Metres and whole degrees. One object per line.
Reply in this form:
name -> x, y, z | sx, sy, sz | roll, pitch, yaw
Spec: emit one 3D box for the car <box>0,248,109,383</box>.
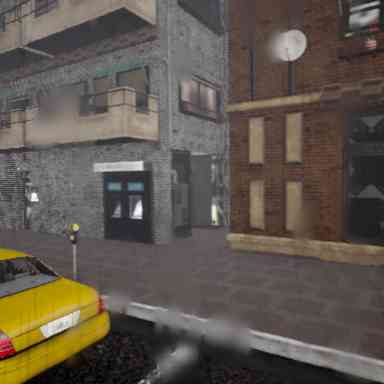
car -> -3.374, 1.392, 4.819 | 4.829, 1.417, 1.752 | 0, 3, 32
